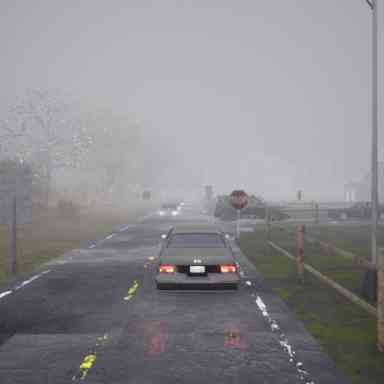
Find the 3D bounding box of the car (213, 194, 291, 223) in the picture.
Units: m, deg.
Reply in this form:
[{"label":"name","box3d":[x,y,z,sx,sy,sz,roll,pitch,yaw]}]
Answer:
[{"label":"car","box3d":[4.269,1.201,24.085,5.566,2.045,2.150,-1,1,24]}]

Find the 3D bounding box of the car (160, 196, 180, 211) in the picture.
[{"label":"car","box3d":[-2.838,1.470,41.491,1.882,1.535,5.008,0,0,0]}]

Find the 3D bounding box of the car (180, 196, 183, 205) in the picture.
[{"label":"car","box3d":[-2.821,1.480,54.475,1.837,1.490,4.892,0,0,0]}]

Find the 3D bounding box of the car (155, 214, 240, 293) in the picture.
[{"label":"car","box3d":[0.101,1.550,8.985,2.033,1.411,5.357,0,0,0]}]

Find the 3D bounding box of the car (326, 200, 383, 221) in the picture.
[{"label":"car","box3d":[13.196,1.431,26.306,5.008,1.535,1.882,0,0,0]}]
